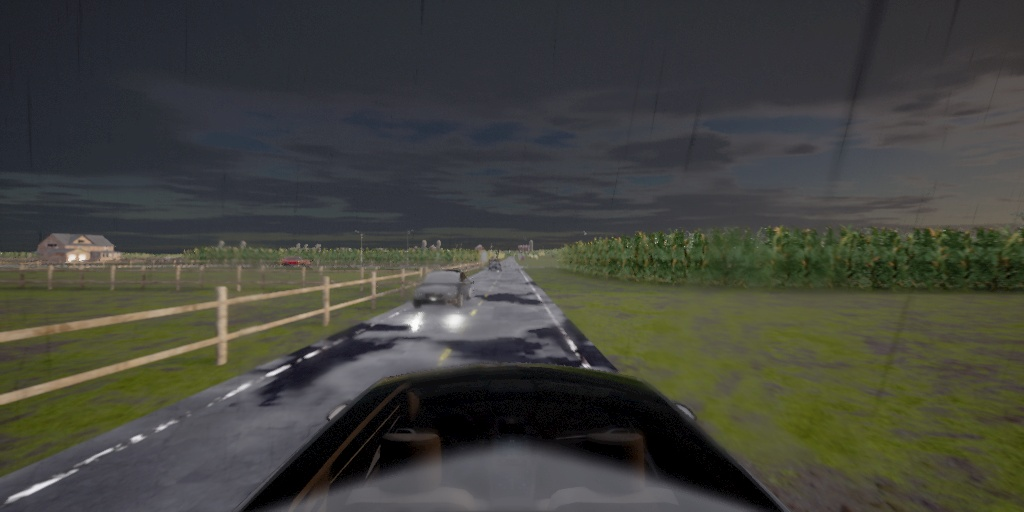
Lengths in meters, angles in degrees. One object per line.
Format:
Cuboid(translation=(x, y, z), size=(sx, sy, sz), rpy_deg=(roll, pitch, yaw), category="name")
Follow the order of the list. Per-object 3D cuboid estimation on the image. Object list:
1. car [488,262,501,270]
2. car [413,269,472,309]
Cuboid(translation=(-2.774, 1.610, 58.414), size=(1.994, 1.385, 4.181), rpy_deg=(0, 0, 1), category="car")
Cuboid(translation=(-2.848, 1.339, 15.474), size=(1.837, 1.490, 4.892), rpy_deg=(0, 0, 0), category="car")
